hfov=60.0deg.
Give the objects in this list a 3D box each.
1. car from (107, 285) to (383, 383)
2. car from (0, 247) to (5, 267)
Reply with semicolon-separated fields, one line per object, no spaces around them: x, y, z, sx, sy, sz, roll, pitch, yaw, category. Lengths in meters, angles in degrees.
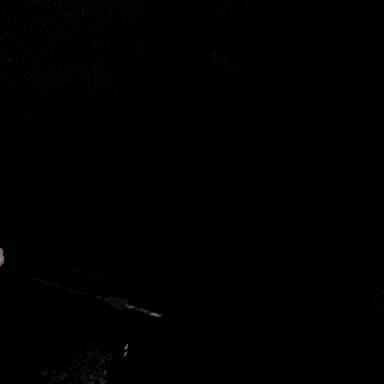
1.233;1.560;2.813;4.181;1.385;1.994;0;0;35;car
-6.891;1.529;8.598;4.718;1.301;1.895;0;0;36;car
